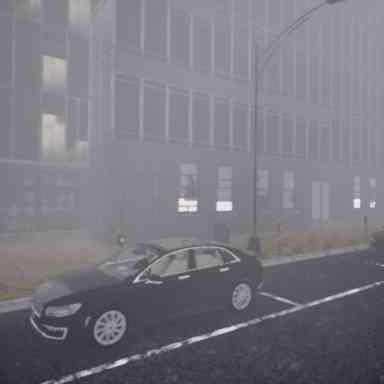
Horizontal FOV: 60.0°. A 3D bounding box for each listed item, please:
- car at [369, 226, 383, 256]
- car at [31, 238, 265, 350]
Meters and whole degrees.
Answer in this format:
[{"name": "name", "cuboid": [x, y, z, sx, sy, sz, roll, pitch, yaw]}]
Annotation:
[{"name": "car", "cuboid": [8.473, 1.693, 12.601, 4.507, 1.381, 1.887, 1, 0, -35]}, {"name": "car", "cuboid": [-0.545, 1.583, 6.168, 4.403, 1.369, 2.008, 1, 0, -35]}]
